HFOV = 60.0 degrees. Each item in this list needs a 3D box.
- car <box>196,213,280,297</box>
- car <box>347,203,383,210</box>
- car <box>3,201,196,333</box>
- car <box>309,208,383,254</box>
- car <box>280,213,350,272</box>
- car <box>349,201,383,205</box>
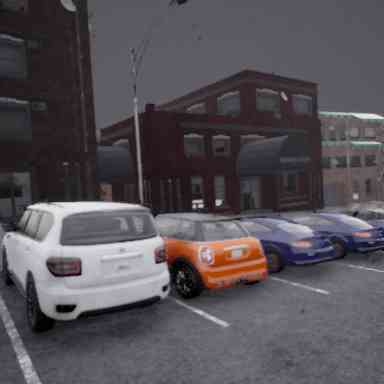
[{"bbox_3d":[-0.271,1.322,8.772,2.185,1.767,4.553,0,0,-36],"label":"car"},{"bbox_3d":[6.973,1.418,14.014,2.163,1.488,4.792,0,0,-36],"label":"car"},{"bbox_3d":[-2.596,1.216,7.187,2.435,2.045,5.566,0,0,-36],"label":"car"},{"bbox_3d":[4.599,1.448,12.281,2.002,1.452,4.674,0,0,-35],"label":"car"},{"bbox_3d":[2.106,1.468,10.502,2.002,1.452,4.674,0,0,-36],"label":"car"},{"bbox_3d":[9.363,1.243,15.721,2.185,1.767,4.553,0,0,-36],"label":"car"}]
